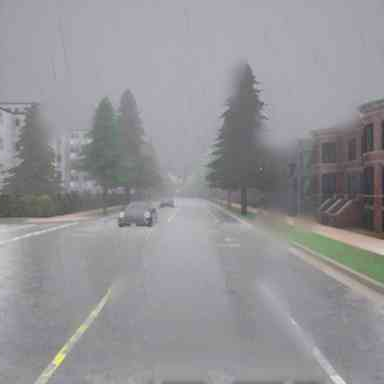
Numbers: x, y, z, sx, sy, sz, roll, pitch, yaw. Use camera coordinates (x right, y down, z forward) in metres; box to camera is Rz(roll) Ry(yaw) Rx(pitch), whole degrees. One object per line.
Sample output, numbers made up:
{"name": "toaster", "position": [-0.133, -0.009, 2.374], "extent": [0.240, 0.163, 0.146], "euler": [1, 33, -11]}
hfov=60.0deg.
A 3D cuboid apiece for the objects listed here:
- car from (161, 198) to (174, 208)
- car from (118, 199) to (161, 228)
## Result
{"name": "car", "position": [-3.585, 1.619, 48.375], "extent": [2.033, 1.411, 5.357], "euler": [0, 0, 0]}
{"name": "car", "position": [-3.540, 1.397, 22.368], "extent": [2.097, 1.767, 4.553], "euler": [0, 0, 0]}
